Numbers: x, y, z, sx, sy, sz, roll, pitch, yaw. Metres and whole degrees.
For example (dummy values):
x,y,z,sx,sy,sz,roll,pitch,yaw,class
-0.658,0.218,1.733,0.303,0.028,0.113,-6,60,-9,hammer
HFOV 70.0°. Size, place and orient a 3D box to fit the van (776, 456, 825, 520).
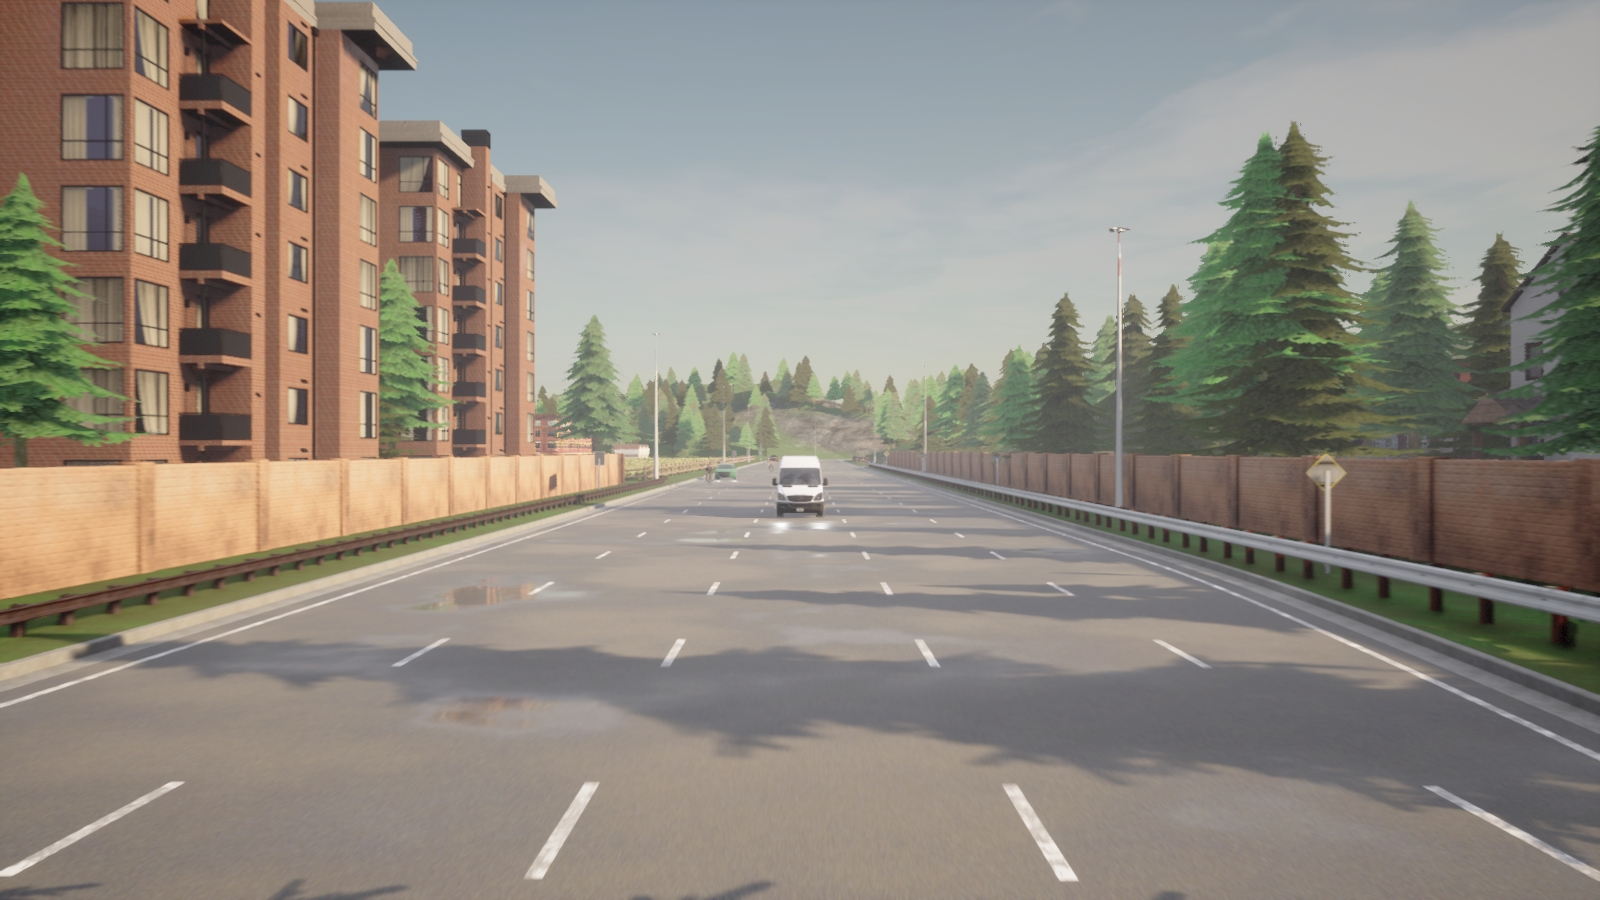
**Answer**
x,y,z,sx,sy,sz,roll,pitch,yaw,class
0.007,1.534,49.063,1.988,2.561,5.915,0,0,0,van
